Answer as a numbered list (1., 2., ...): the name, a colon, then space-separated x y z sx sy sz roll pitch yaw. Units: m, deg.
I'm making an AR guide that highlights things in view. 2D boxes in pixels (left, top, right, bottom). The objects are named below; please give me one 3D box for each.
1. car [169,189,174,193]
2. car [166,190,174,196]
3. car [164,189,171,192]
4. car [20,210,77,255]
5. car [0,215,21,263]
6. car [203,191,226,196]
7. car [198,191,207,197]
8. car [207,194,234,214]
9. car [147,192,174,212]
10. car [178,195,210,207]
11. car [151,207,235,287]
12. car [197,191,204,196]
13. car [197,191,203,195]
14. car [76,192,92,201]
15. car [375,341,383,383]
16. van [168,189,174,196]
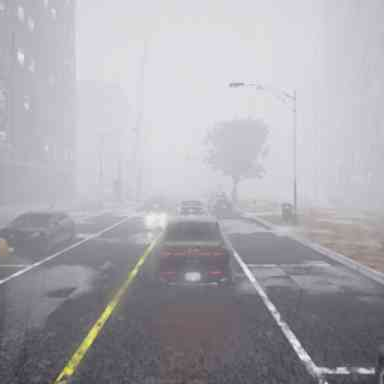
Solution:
1. car: -5.927 0.490 78.078 2.008 1.369 4.403 0 1 0
2. car: -5.960 0.240 89.140 1.967 1.590 4.097 0 1 0
3. car: -5.893 0.632 67.013 2.008 1.369 4.403 0 1 0
4. car: -5.726 1.386 12.539 1.947 1.339 4.313 0 1 0
5. car: -5.709 1.426 6.846 1.752 1.417 4.829 0 1 0
6. car: 2.587 0.828 34.650 2.192 1.841 5.009 0 1 0
7. car: 2.453 0.460 78.272 1.752 1.417 4.829 0 1 0
8. car: 2.604 1.154 29.131 1.947 1.339 4.313 0 1 0
9. car: -3.167 1.044 31.849 2.128 1.511 4.902 0 1 0
10. car: -0.027 1.210 23.800 2.033 1.411 5.357 0 1 0
11. car: 0.023 1.375 8.950 1.837 1.490 4.892 0 1 0
12. car: 2.403 0.311 94.699 1.802 1.307 4.206 0 1 0
13. car: 2.487 0.623 67.038 1.887 1.381 4.507 0 1 0
14. car: -16.570 0.681 47.573 4.403 1.369 2.008 1 0 -1
15. car: 2.688 1.542 1.519 1.947 1.339 4.313 0 1 0
16. van: -5.977 0.072 94.672 1.690 1.788 3.998 0 1 0
